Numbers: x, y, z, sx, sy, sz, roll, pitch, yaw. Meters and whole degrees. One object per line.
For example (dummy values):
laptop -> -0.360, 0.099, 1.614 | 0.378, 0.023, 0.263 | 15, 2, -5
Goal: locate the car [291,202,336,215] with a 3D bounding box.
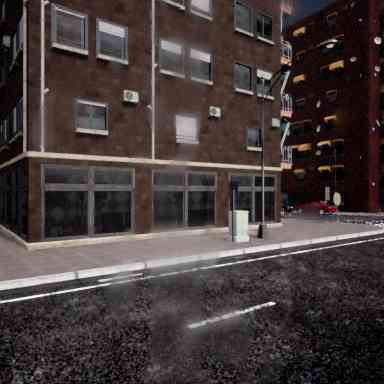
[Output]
car -> 13.970, 1.828, 37.607 | 1.887, 1.381, 4.507 | -1, 0, -36

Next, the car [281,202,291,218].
car -> 7.205, 1.862, 32.719 | 1.802, 1.307, 4.206 | -1, 0, -36

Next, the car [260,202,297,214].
car -> 10.853, 1.920, 41.920 | 1.947, 1.339, 4.313 | -1, 0, -36
